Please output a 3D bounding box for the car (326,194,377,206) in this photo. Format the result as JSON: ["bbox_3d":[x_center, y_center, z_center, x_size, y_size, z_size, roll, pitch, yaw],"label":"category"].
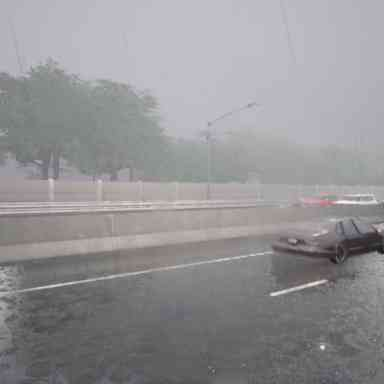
[{"bbox_3d":[15.927,1.240,32.543,5.566,2.045,2.150,0,0,-35],"label":"car"}]

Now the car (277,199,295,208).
[{"bbox_3d":[11.858,1.509,38.236,4.902,1.511,2.128,0,0,-35],"label":"car"}]

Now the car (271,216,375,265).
[{"bbox_3d":[5.150,1.554,11.725,5.357,1.411,2.033,0,0,-35],"label":"car"}]

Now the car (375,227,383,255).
[{"bbox_3d":[6.920,1.571,8.693,4.181,1.385,1.994,0,0,-35],"label":"car"}]

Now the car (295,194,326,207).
[{"bbox_3d":[13.825,1.239,35.344,5.566,2.045,2.150,0,0,-35],"label":"car"}]
